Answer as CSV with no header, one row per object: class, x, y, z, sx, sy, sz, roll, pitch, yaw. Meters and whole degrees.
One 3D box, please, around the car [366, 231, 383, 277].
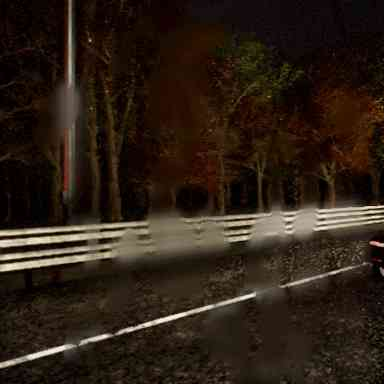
car,6.468,1.430,8.794,4.902,1.511,2.128,0,1,-37
